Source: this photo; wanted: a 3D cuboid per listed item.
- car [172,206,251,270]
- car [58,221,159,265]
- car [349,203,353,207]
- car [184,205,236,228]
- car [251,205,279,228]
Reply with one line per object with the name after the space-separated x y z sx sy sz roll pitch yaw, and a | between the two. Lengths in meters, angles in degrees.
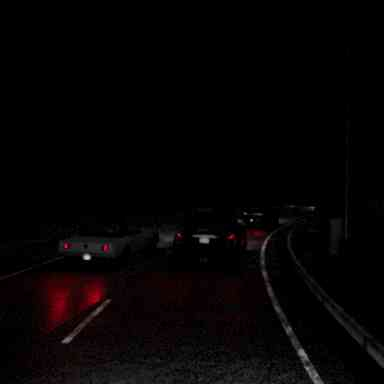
0.814 1.461 11.801 2.097 1.767 4.553 0 -1 12 | car
-2.708 1.695 12.190 1.895 1.301 4.718 0 0 12 | car
26.975 2.131 59.758 4.718 1.301 1.895 0 1 -42 | car
1.492 1.759 25.328 2.033 1.411 5.357 0 0 26 | car
5.174 1.740 24.778 2.128 1.511 4.902 0 0 27 | car
